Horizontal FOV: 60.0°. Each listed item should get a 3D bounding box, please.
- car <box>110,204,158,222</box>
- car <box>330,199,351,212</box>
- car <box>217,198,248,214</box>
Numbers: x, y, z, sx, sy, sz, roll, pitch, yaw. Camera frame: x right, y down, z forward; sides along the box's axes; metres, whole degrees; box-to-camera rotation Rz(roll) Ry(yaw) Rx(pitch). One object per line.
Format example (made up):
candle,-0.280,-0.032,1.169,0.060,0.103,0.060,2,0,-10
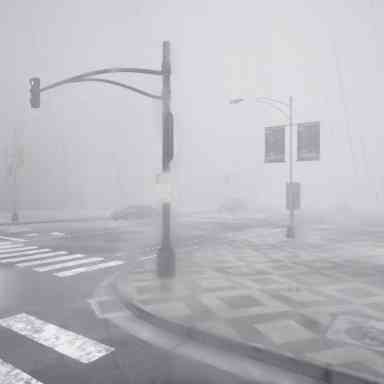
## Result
car,-5.036,1.835,29.512,1.837,1.490,4.892,0,-1,35
car,24.538,2.382,54.115,2.128,1.511,4.902,0,-1,36
car,5.496,1.815,44.368,2.150,2.045,5.566,0,-1,35
